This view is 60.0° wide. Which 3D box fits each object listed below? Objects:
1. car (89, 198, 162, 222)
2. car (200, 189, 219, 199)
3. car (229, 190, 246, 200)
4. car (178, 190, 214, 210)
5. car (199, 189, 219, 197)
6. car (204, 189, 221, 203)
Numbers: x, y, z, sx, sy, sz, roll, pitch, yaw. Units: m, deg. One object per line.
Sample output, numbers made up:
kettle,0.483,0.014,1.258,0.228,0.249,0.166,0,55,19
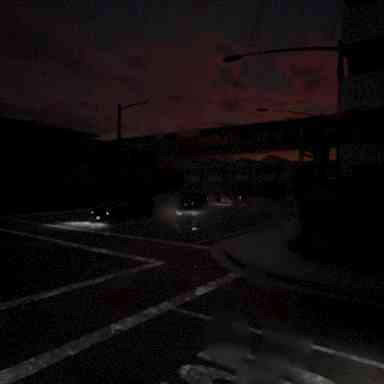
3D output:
car,-4.256,1.115,22.427,2.033,1.411,5.357,1,2,33
car,2.621,0.294,51.805,2.128,1.511,4.902,1,1,-6
car,6.564,0.415,47.923,1.837,1.490,4.892,1,1,-1
car,0.238,0.826,31.464,1.837,1.490,4.892,1,2,20
car,3.195,0.217,63.883,1.837,1.490,4.892,0,0,-24
car,2.615,0.553,41.472,1.812,1.442,4.674,1,2,6
